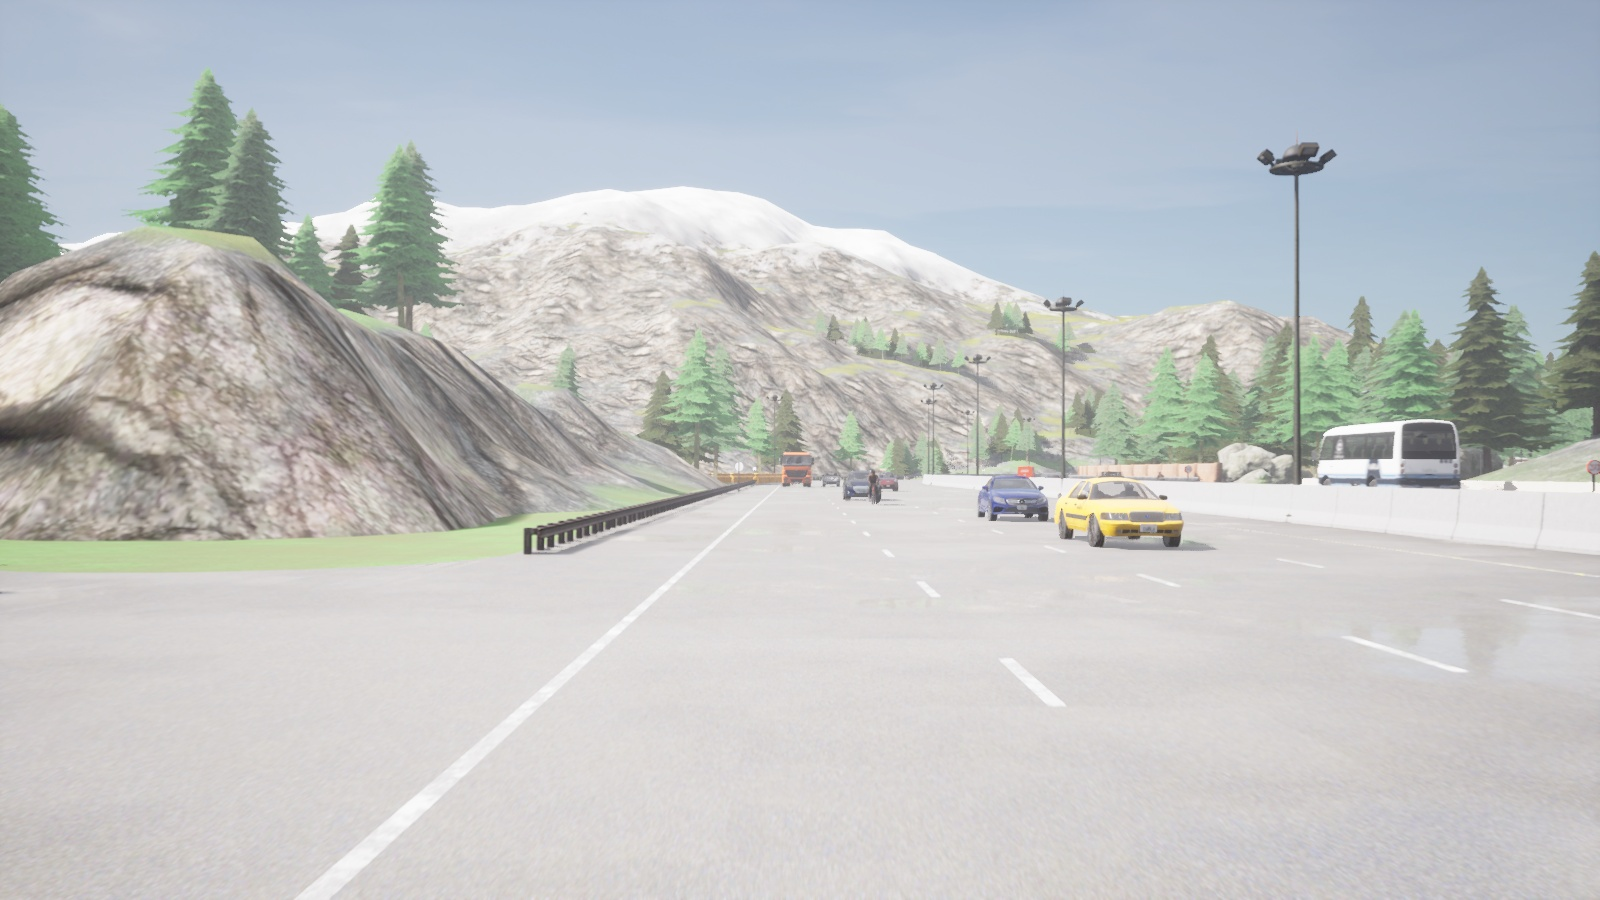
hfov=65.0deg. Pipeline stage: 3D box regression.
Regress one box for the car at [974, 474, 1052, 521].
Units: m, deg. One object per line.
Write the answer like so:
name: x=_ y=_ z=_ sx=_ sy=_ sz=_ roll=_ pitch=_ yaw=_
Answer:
car: x=6.896 y=1.500 z=41.046 sx=1.812 sy=1.442 sz=4.674 roll=0 pitch=-1 yaw=1

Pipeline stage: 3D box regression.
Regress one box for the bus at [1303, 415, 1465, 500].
bus: x=31.330 y=0.453 z=68.103 sx=3.944 sy=4.253 sz=10.273 roll=0 pitch=-1 yaw=0

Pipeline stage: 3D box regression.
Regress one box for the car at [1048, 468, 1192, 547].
car: x=6.932 y=1.191 z=27.799 sx=1.801 sy=1.575 sz=5.366 roll=0 pitch=-1 yaw=0

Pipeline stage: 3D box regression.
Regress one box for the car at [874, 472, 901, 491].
car: x=6.764 y=2.436 z=97.567 sx=1.845 sy=1.501 sz=3.633 roll=0 pitch=-1 yaw=0

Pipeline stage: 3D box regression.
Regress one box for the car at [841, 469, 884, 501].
car: x=3.336 y=1.864 z=67.693 sx=2.033 sy=1.649 sz=4.856 roll=0 pitch=-1 yaw=0
